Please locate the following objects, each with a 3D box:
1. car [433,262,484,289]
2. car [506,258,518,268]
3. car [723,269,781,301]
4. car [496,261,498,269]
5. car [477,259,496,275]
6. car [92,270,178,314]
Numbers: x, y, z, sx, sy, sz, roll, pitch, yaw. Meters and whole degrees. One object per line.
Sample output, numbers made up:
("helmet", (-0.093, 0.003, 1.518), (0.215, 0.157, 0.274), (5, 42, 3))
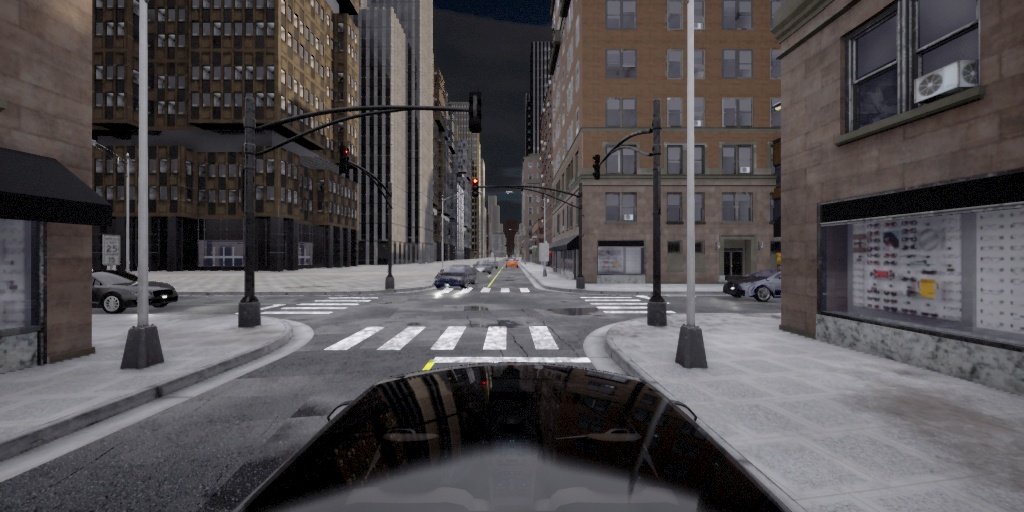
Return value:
("car", (-3.484, 1.298, 23.351), (2.033, 1.411, 5.357), (0, 0, 5))
("car", (-0.015, 1.101, 61.649), (2.097, 1.767, 4.553), (0, 0, 0))
("car", (12.222, 1.313, 16.654), (4.181, 1.385, 1.994), (0, 0, -1))
("car", (-3.167, 1.242, 55.252), (2.128, 1.511, 4.902), (0, 0, 0))
("car", (-3.167, 1.243, 38.997), (2.128, 1.511, 4.902), (0, 0, 0))
("car", (-15.257, 1.259, 13.222), (4.892, 1.490, 1.837), (0, 0, 0))
